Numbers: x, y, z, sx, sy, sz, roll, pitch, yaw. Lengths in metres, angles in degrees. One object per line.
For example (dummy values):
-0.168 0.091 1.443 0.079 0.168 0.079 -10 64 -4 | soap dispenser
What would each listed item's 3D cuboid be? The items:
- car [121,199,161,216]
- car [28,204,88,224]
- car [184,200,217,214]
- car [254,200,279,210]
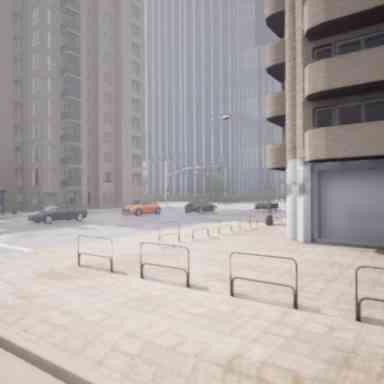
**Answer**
-5.440 1.610 35.488 2.097 1.767 4.553 -1 0 35 | car
-11.000 1.760 27.525 1.837 1.490 4.892 -1 0 35 | car
1.060 1.735 38.378 1.837 1.490 4.892 -1 0 35 | car
10.264 1.809 45.556 1.895 1.301 4.718 -1 0 35 | car
